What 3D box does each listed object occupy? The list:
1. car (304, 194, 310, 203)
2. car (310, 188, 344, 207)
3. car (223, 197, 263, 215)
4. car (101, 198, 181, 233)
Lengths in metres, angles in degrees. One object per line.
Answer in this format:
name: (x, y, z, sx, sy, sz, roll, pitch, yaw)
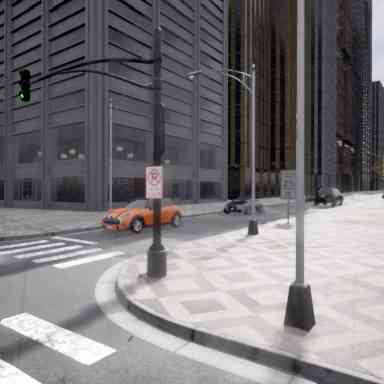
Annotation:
car: (16.299, 0.780, 44.057, 1.994, 1.385, 4.181, 0, 1, 36)
car: (15.510, 0.536, 37.585, 2.150, 2.045, 5.566, 0, 1, 36)
car: (4.275, 1.107, 27.419, 1.994, 1.385, 4.181, 0, 1, 36)
car: (-2.617, 1.092, 17.880, 2.097, 1.767, 4.553, 0, 1, 37)
